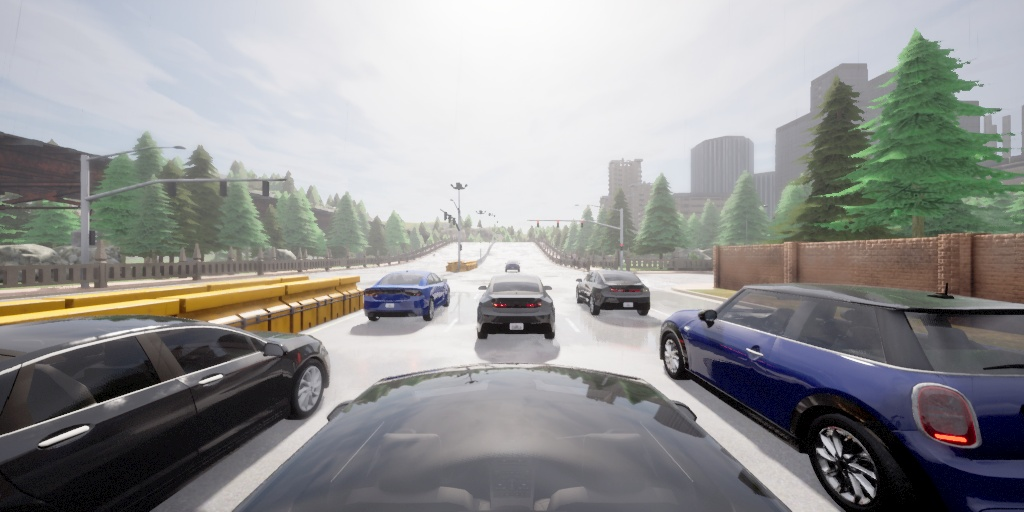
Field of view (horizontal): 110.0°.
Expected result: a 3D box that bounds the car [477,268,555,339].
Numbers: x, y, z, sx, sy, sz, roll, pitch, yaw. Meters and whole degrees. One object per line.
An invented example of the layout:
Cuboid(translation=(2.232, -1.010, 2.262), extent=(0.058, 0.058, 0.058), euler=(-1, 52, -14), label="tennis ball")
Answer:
Cuboid(translation=(0.096, 1.255, 10.043), extent=(1.837, 1.490, 4.892), euler=(0, 0, 0), label="car")

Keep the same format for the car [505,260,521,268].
Cuboid(translation=(0.068, 1.276, 46.123), extent=(1.812, 1.442, 4.674), euler=(0, 0, 0), label="car")

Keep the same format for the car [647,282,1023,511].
Cuboid(translation=(3.601, 1.102, 4.393), extent=(2.097, 1.767, 4.553), euler=(0, 0, 0), label="car")

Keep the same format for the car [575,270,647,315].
Cuboid(translation=(3.614, 1.255, 13.478), extent=(1.837, 1.490, 4.892), euler=(0, 0, 1), label="car")

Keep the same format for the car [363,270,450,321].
Cuboid(translation=(-3.404, 1.228, 12.466), extent=(1.882, 1.535, 5.008), euler=(0, 0, 0), label="car")

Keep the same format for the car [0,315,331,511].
Cuboid(translation=(-3.400, 1.255, 2.973), extent=(1.837, 1.490, 4.892), euler=(0, 0, 0), label="car")
